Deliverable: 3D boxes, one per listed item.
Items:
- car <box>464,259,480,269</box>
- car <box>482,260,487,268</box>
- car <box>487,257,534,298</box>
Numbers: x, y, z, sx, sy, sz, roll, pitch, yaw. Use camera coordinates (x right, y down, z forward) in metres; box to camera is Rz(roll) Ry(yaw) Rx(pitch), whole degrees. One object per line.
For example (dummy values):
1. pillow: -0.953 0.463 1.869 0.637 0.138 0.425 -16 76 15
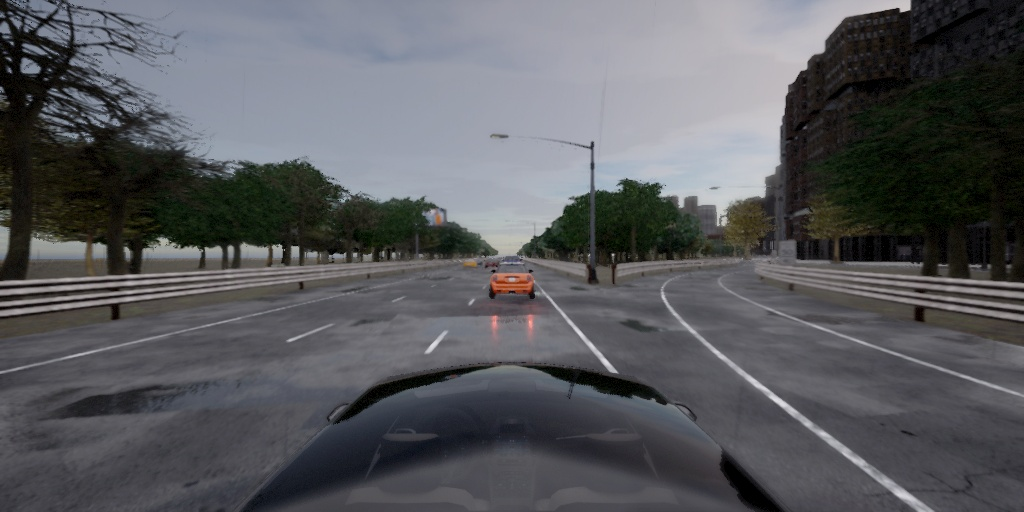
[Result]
1. car: -6.968 1.299 60.345 1.882 1.535 5.008 0 0 0
2. car: -3.468 1.175 60.729 2.097 1.767 4.553 0 0 0
3. car: 0.009 1.103 18.690 2.097 1.767 4.553 0 0 0
